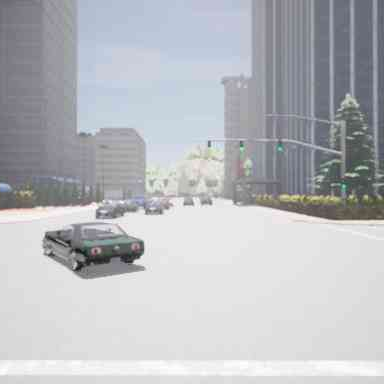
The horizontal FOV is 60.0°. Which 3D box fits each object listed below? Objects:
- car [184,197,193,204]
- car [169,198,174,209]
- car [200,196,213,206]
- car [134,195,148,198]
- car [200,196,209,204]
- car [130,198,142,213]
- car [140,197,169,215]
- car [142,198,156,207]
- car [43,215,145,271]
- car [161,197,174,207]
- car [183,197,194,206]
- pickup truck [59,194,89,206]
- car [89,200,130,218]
[{"bbox_3d":[-0.796,1.829,73.562,1.837,1.490,4.892,0,0,0],"label":"car"},{"bbox_3d":[-4.148,1.704,47.152,2.128,1.511,4.902,0,0,0],"label":"car"},{"bbox_3d":[2.784,1.634,63.361,2.097,1.767,4.553,0,0,0],"label":"car"},{"bbox_3d":[-7.647,1.447,49.653,2.150,2.045,5.566,0,0,0],"label":"car"},{"bbox_3d":[2.703,1.714,73.642,1.882,1.535,5.008,0,0,0],"label":"car"},{"bbox_3d":[-7.618,1.747,40.169,1.994,1.385,4.181,0,0,-1],"label":"car"},{"bbox_3d":[-4.097,1.658,36.896,2.128,1.511,4.902,0,0,0],"label":"car"},{"bbox_3d":[-7.687,1.834,59.635,1.994,1.385,4.181,0,0,0],"label":"car"},{"bbox_3d":[-3.524,1.653,11.211,1.895,1.301,4.718,0,0,-37],"label":"car"},{"bbox_3d":[-4.169,1.736,57.461,1.882,1.535,5.008,0,0,0],"label":"car"},{"bbox_3d":[-0.593,1.833,60.378,1.994,1.385,4.181,0,0,0],"label":"car"},{"bbox_3d":[-20.796,1.328,58.102,2.390,2.098,6.274,0,0,30],"label":"pickup truck"},{"bbox_3d":[-7.615,1.635,31.258,2.128,1.511,4.902,0,0,2],"label":"car"}]
